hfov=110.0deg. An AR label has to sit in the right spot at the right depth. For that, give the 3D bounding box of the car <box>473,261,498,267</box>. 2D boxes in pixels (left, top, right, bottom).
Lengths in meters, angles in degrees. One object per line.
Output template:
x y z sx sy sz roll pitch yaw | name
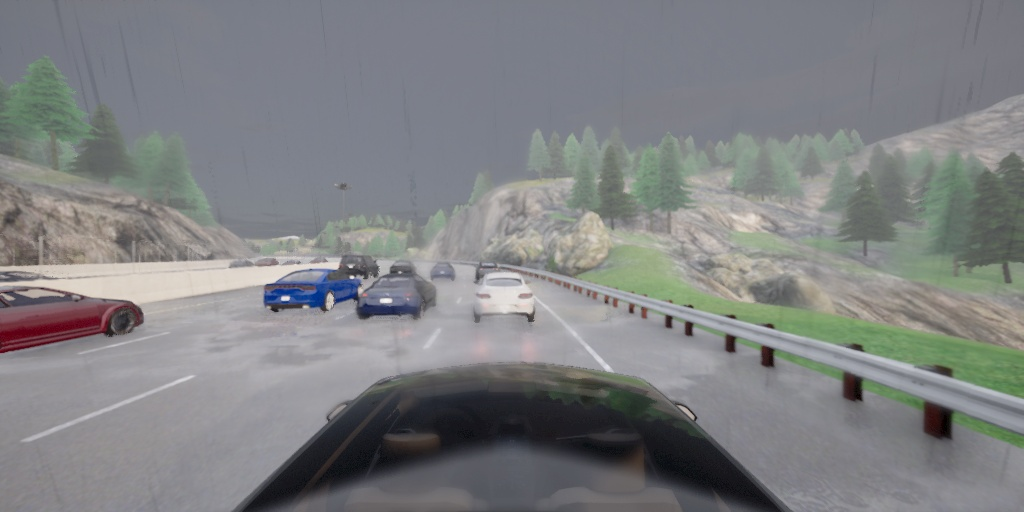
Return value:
-1.994 1.171 28.633 2.128 1.511 4.902 0 0 -8 | car

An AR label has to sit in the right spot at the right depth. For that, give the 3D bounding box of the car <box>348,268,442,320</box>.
-3.868 1.291 12.661 1.994 1.385 4.181 0 0 -3 | car

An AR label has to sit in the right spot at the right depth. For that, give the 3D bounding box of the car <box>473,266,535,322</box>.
-0.313 1.247 12.085 1.812 1.442 4.674 0 0 -3 | car

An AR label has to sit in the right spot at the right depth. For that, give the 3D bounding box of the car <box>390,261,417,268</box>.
-9.534 1.163 31.664 1.882 1.535 5.008 0 0 -9 | car

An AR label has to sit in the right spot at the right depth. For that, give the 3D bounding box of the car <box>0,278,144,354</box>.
-10.617 1.318 7.639 1.994 1.385 4.181 0 0 -2 | car

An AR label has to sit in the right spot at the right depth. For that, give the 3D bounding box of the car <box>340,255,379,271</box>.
-12.828 0.917 30.227 2.150 2.045 5.566 0 0 -9 | car

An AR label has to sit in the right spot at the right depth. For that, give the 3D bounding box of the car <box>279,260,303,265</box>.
-33.268 1.231 54.600 1.994 1.385 4.181 0 0 -17 | car

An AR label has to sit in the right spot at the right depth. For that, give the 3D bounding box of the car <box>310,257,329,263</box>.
-30.079 1.010 56.069 2.097 1.767 4.553 0 0 -18 | car

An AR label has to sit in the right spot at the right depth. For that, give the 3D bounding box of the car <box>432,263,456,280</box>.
-5.742 1.247 29.981 1.994 1.385 4.181 0 0 -9 | car

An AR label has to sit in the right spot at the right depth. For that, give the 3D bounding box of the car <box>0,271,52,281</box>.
-21.764 1.320 14.980 1.994 1.385 4.181 0 0 -5 | car

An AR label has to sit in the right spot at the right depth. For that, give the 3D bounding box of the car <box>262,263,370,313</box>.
-7.458 1.208 14.014 1.882 1.535 5.008 0 0 -4 | car
